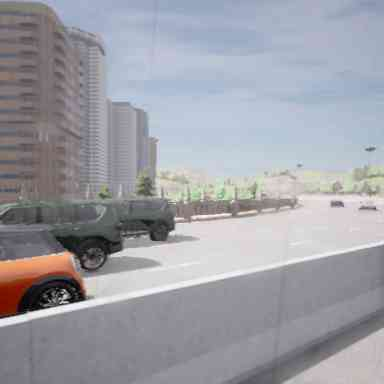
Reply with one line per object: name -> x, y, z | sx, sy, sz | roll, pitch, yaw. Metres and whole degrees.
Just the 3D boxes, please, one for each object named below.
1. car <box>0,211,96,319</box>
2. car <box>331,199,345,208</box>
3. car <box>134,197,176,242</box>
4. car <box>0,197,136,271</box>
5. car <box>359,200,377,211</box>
car -> -4.213, 1.381, 5.447 | 4.553, 1.767, 2.097 | 0, 0, -37
car -> 22.030, 1.676, 50.358 | 1.895, 1.301, 4.718 | 0, 0, 22
car -> -3.287, 1.275, 14.949 | 5.566, 2.045, 2.150 | 0, 0, -40
car -> -4.664, 1.263, 9.390 | 5.566, 2.045, 2.150 | 0, 0, -37
car -> 21.757, 1.651, 41.157 | 1.895, 1.301, 4.718 | 0, 0, 27
